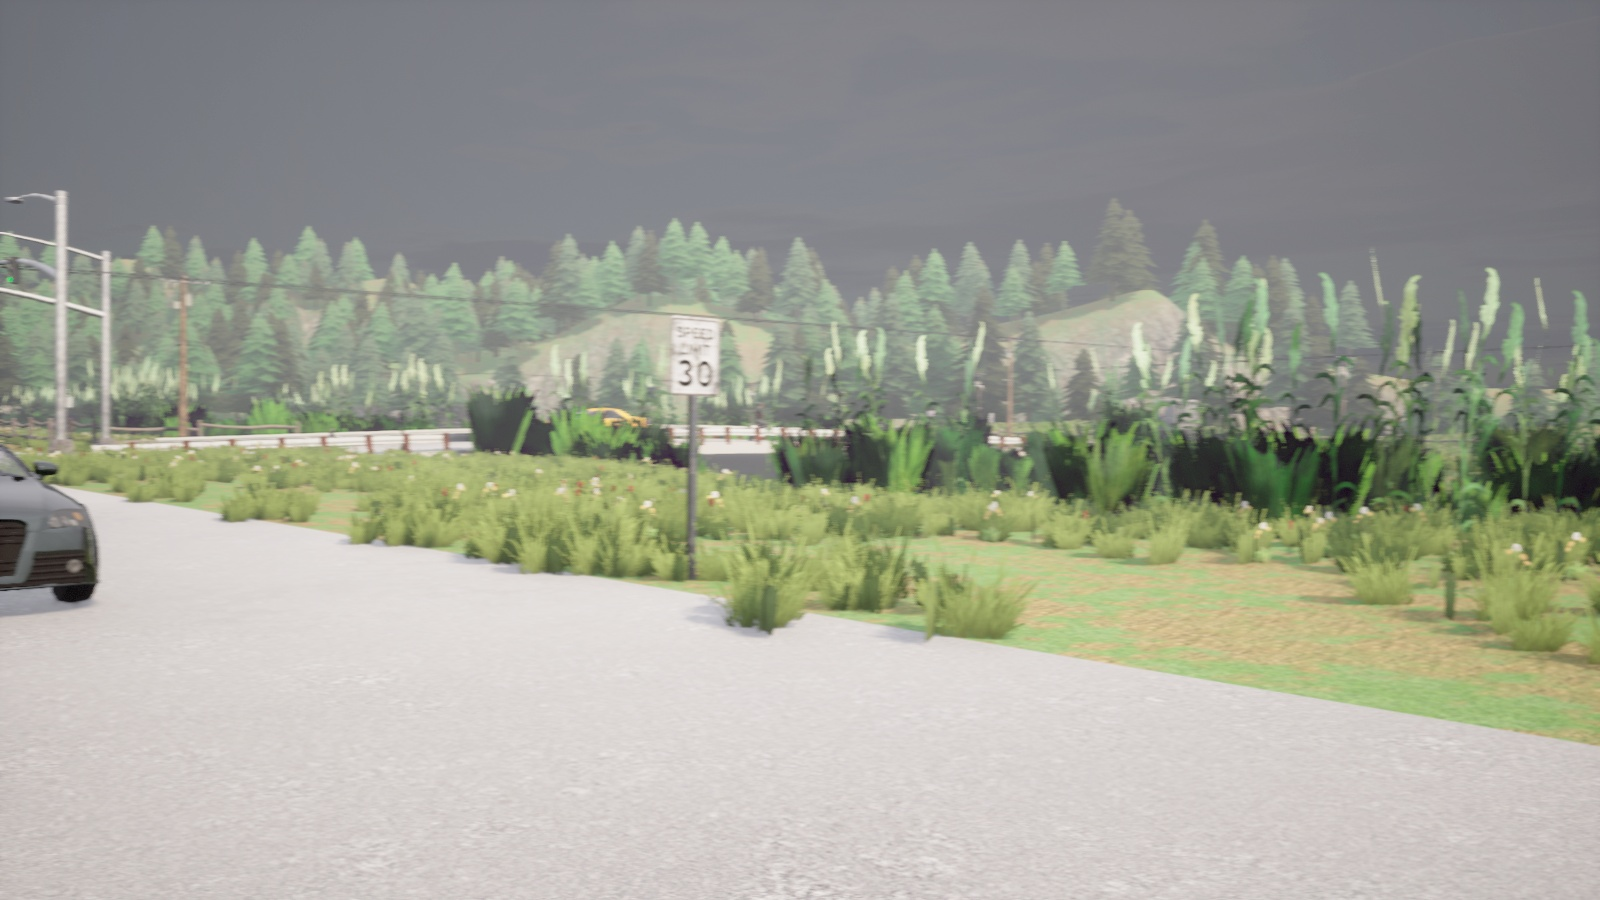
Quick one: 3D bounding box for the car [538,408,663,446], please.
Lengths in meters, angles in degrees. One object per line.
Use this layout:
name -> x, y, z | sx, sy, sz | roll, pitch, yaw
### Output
car -> -9.029, -1.058, 57.155 | 5.366, 1.575, 1.801 | -3, 2, -36

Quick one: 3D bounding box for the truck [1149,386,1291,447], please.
truck -> 25.468, -2.004, 76.449 | 2.891, 3.462, 7.936 | -1, 1, -37

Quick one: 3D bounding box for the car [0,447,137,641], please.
car -> -7.386, 0.700, 10.733 | 1.994, 1.385, 4.181 | -2, 2, -43
